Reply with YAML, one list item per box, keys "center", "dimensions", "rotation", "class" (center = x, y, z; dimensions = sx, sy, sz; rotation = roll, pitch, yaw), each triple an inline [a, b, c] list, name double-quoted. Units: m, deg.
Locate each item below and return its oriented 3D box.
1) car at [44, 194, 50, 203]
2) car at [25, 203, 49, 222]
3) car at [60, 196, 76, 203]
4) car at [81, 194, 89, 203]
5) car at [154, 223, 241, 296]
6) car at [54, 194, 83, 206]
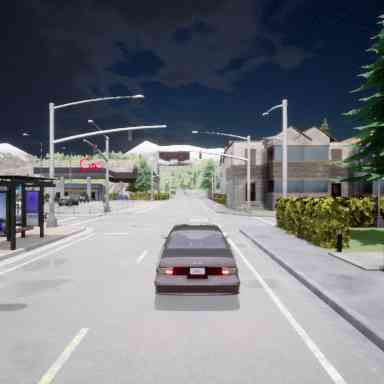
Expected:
- center: [-25.859, 1.289, 61.029]
  dimensions: [1.932, 1.855, 4.605]
  rotation: [0, 0, 0]
  class: "car"
- center: [-13.423, 1.777, 25.906]
  dimensions: [4.718, 1.301, 1.895]
  rotation: [0, 0, 0]
  class: "car"
- center: [-25.916, 1.552, 69.508]
  dimensions: [1.970, 1.475, 3.806]
  rotation: [0, 0, 0]
  class: "car"
- center: [-22.590, 1.268, 68.904]
  dimensions: [1.905, 1.878, 3.866]
  rotation: [0, 0, 0]
  class: "car"
- center: [0.105, 1.547, 8.828]
  dimensions: [2.033, 1.411, 5.357]
  rotation: [0, 0, 0]
  class: "car"
- center: [-18.896, 1.490, 51.033]
  dimensions: [2.007, 1.523, 4.514]
  rotation: [0, 0, 0]
  class: "car"
